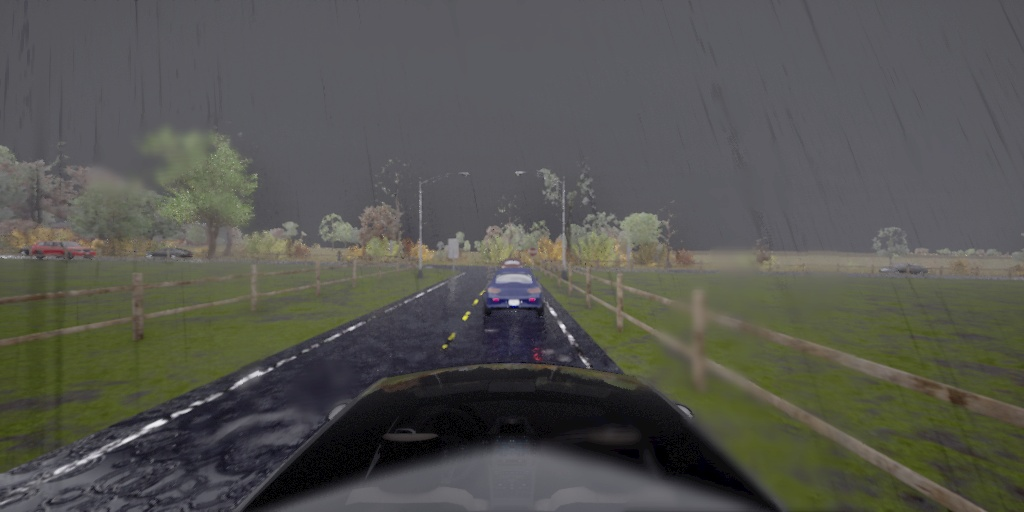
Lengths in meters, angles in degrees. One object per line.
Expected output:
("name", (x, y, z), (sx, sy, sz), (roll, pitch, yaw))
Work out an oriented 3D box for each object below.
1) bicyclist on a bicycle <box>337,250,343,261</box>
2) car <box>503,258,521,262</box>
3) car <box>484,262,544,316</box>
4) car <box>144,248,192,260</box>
("bicyclist on a bicycle", (-22.772, 0.014, 47.454), (0.582, 1.620, 1.656), (1, 1, 0))
("car", (0.005, 0.894, 26.821), (1.812, 1.442, 4.674), (0, 1, 0))
("car", (0.065, 1.110, 12.434), (1.812, 1.442, 4.674), (0, 1, 0))
("car", (-42.378, -0.289, 44.261), (4.892, 1.490, 1.837), (2, 2, 0))
